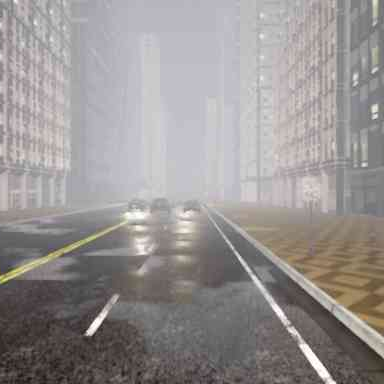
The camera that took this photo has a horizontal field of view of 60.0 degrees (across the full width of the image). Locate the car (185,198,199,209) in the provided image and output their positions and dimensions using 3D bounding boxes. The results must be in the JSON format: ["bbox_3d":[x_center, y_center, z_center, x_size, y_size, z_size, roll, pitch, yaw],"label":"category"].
[{"bbox_3d":[0.000,1.580,47.516,1.994,1.385,4.181,0,0,0],"label":"car"}]

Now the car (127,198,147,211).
[{"bbox_3d":[-6.510,1.494,39.994,2.128,1.511,4.902,0,0,0],"label":"car"}]

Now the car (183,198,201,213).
[{"bbox_3d":[-0.009,1.599,36.274,1.895,1.301,4.718,0,0,0],"label":"car"}]

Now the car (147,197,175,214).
[{"bbox_3d":[-3.259,1.350,35.797,2.097,1.767,4.553,0,0,0],"label":"car"}]
